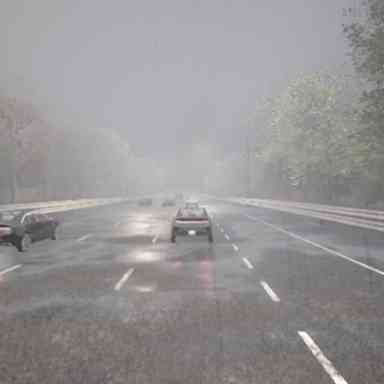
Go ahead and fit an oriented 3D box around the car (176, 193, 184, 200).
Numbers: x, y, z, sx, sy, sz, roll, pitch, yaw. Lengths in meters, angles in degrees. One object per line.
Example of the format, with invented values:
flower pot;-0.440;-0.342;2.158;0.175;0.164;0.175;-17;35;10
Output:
car;-3.501;1.184;89.214;2.150;2.045;5.566;0;0;0

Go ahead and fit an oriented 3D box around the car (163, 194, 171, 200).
car;-7.001;1.315;93.159;2.097;1.767;4.553;0;0;0

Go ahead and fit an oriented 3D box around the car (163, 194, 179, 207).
car;-3.498;1.504;51.366;2.033;1.411;5.357;0;0;0

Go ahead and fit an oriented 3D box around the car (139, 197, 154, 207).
car;-7.002;1.448;51.453;2.128;1.511;4.902;0;0;0

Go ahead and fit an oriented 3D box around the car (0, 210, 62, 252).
car;-6.999;1.477;13.657;2.128;1.511;4.902;0;0;0

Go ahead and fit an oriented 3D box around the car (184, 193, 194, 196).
car;0.000;1.310;71.016;2.097;1.767;4.553;0;0;0

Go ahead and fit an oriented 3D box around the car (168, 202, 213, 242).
car;0.001;1.475;16.236;2.128;1.511;4.902;0;0;0

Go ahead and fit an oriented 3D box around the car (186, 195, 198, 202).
car;-0.001;1.557;51.346;1.895;1.301;4.718;0;0;0
